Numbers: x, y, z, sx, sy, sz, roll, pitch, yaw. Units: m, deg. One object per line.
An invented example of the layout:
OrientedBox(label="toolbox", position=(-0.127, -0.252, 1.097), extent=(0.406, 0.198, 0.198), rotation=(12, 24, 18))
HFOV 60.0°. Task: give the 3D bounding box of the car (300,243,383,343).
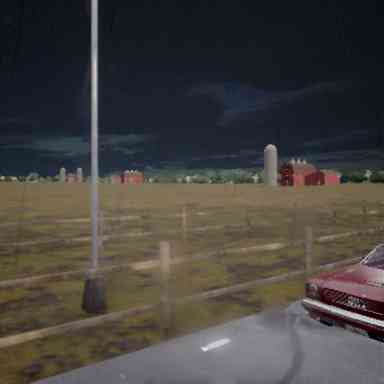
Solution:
OrientedBox(label="car", position=(4.048, 1.578, 5.841), extent=(4.718, 1.301, 1.895), rotation=(-1, 0, -36))
